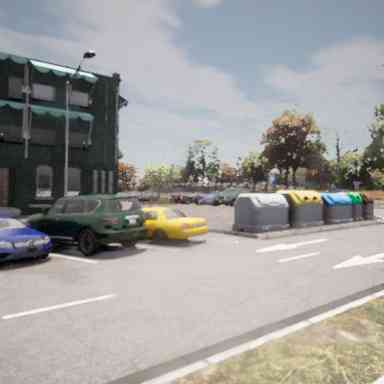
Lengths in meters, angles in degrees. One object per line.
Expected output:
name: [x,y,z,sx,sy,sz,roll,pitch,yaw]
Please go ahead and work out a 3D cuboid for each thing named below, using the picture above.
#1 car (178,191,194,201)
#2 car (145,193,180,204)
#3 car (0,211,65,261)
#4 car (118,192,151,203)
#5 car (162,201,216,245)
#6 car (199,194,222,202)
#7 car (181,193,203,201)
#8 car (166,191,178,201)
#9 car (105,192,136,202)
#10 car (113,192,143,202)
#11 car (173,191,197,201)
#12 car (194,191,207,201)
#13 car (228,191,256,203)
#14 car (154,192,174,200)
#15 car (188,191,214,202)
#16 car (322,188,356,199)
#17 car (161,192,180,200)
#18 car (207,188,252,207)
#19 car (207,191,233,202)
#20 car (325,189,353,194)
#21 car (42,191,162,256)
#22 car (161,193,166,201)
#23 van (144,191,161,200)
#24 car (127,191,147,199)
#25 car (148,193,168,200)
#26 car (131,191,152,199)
car: [0.999,0.849,39.511,2.231,1.521,4.892,0,0,35]
car: [-4.056,0.850,46.801,2.231,1.521,4.892,0,0,35]
car: [-6.656,1.493,11.180,4.674,1.452,2.002,-1,-1,35]
car: [-9.218,0.846,53.944,1.946,1.575,5.366,0,0,35]
car: [-1.882,1.357,14.776,5.366,1.575,1.946,-1,0,35]
car: [3.595,1.157,65.474,2.231,1.521,4.892,0,-1,35]
car: [0.059,1.149,70.287,1.946,1.575,5.366,1,-1,35]
car: [-0.704,0.723,41.921,2.185,1.767,4.553,0,0,35]
car: [-12.591,0.847,58.806,1.946,1.575,5.366,0,0,35]
car: [-10.807,0.850,56.534,2.097,1.535,5.008,0,0,35]
car: [-1.537,0.907,72.953,2.435,2.045,5.566,0,-1,35]
car: [2.689,0.888,37.084,2.002,1.452,4.674,0,0,35]
car: [8.773,0.904,58.006,2.435,2.045,5.566,1,-1,35]
car: [-6.756,1.031,80.353,2.185,1.767,4.553,0,-1,35]
car: [1.871,0.905,67.939,2.435,2.045,5.566,1,-1,35]
car: [22.284,0.169,50.544,1.994,1.385,4.181,1,3,-34]
car: [-5.022,1.031,77.869,2.185,1.767,4.553,0,-2,35]
car: [4.369,0.596,34.627,2.435,2.045,5.566,0,0,35]
car: [5.359,0.906,63.022,2.435,2.045,5.566,0,-1,35]
car: [19.134,0.904,43.162,2.435,2.045,5.566,0,-1,35]
car: [-4.226,1.158,12.934,5.566,2.045,2.435,-1,0,35]
car: [-2.271,0.847,44.531,1.946,1.575,5.366,0,0,35]
van: [-10.105,0.935,85.439,1.878,1.987,4.442,0,-1,35]
car: [-15.331,0.905,92.818,2.435,2.045,5.566,0,-1,35]
car: [-8.444,1.159,82.858,2.231,1.521,4.892,1,-1,35]
car: [-13.620,0.904,90.280,2.435,2.045,5.566,1,-1,35]
